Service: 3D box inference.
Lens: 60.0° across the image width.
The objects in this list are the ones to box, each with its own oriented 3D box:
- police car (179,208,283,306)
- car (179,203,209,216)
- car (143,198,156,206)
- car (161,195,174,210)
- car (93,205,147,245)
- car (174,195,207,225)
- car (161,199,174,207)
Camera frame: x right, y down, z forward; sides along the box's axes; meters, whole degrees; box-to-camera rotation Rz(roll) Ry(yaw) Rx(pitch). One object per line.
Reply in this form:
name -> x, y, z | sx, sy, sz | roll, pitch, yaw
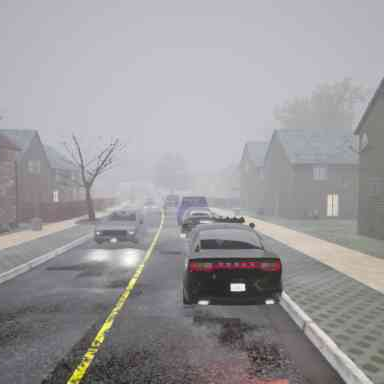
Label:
police car -> 0.721, 1.426, 8.255 | 1.930, 1.638, 5.238 | 0, 0, -1
car -> 0.354, 1.546, 18.204 | 1.812, 1.442, 4.674 | 0, 0, -3
car -> -7.466, 1.763, 58.774 | 1.837, 1.490, 4.892 | 0, -1, -9
car -> -2.681, 1.357, 44.566 | 2.150, 2.045, 5.566 | 0, 0, -7
car -> -3.247, 1.568, 16.022 | 2.033, 1.411, 5.357 | 0, 0, -3
car -> 0.003, 1.263, 24.264 | 2.150, 2.045, 5.566 | 0, 0, -4
car -> -4.199, 1.815, 56.057 | 1.895, 1.301, 4.718 | 0, 0, -9
